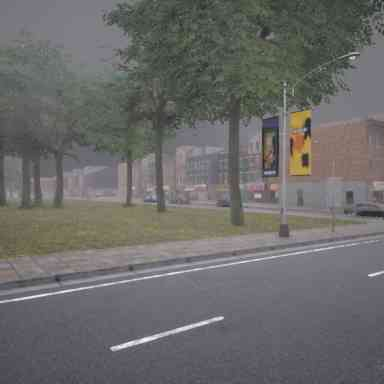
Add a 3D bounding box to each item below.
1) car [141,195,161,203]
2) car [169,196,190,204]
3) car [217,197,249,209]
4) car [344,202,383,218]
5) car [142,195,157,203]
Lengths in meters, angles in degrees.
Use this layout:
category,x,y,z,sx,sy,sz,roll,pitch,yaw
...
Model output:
category,x,y,z,sx,sy,sz,roll,pitch,yaw
car,-8.301,1.332,67.009,1.882,1.535,5.008,1,0,-36
car,-2.296,1.380,58.695,2.128,1.511,4.902,1,0,-35
car,5.248,1.461,43.157,2.128,1.511,4.902,1,0,-36
car,15.722,1.626,28.780,2.128,1.511,4.902,0,0,-38
car,-6.963,1.379,60.401,1.812,1.442,4.674,1,0,-35
